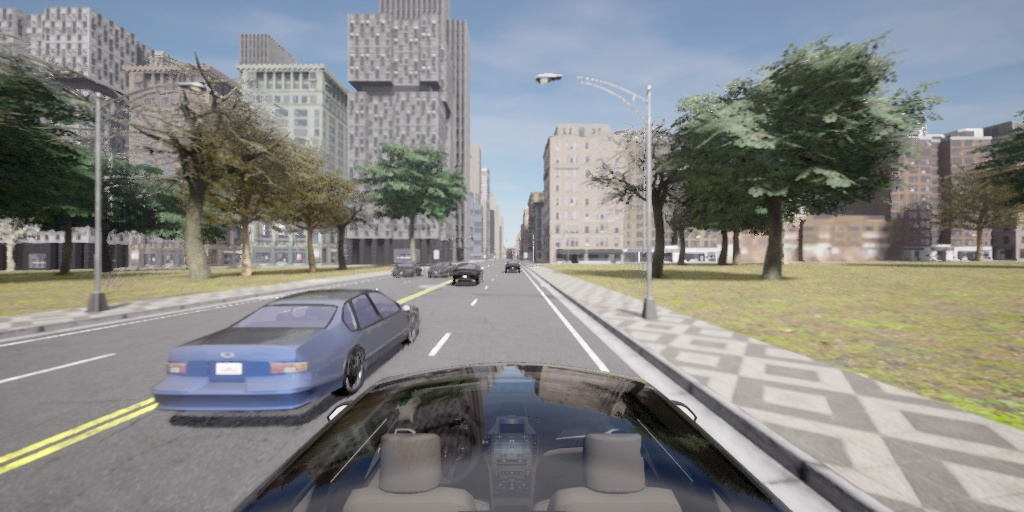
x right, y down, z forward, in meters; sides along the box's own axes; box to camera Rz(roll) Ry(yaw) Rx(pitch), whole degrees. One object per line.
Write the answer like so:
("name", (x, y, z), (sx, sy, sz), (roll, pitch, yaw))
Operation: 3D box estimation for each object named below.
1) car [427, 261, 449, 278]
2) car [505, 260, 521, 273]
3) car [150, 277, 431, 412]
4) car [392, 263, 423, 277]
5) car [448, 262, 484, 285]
("car", (-6.556, 1.268, 33.508), (1.837, 1.490, 4.892), (0, -1, 0))
("car", (0.091, 1.248, 44.976), (1.882, 1.535, 5.008), (0, 0, 0))
("car", (-3.150, 1.298, 6.500), (2.033, 1.411, 5.357), (0, 0, 0))
("car", (-9.803, 1.327, 33.832), (1.994, 1.385, 4.181), (0, 0, 1))
("car", (-3.155, 1.234, 26.455), (1.882, 1.535, 5.008), (0, 0, 0))
